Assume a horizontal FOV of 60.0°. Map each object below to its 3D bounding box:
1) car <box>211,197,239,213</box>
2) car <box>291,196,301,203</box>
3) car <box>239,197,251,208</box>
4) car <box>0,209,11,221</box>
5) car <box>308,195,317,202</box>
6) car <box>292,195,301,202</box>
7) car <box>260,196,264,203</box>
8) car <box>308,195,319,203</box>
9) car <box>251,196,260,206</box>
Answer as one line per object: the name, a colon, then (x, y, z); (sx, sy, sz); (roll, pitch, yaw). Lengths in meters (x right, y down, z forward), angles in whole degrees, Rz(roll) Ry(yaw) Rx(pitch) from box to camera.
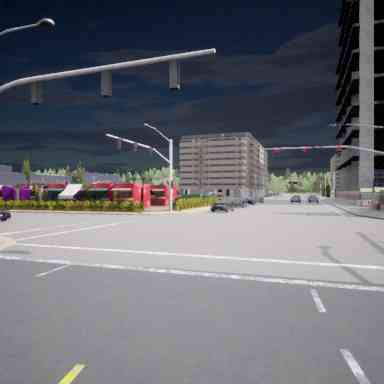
car: (3.648, 1.547, 38.298); (2.033, 1.411, 5.357); (0, 0, 19)
car: (21.599, 1.555, 69.282); (1.994, 1.385, 4.181); (0, 0, 19)
car: (6.771, 1.505, 47.533); (1.837, 1.490, 4.892); (0, 0, 18)
car: (-16.445, 1.619, 26.162); (4.181, 1.385, 1.994); (0, 0, 19)
car: (28.108, 1.524, 77.696); (1.812, 1.442, 4.674); (0, 0, 19)
car: (24.686, 1.540, 78.503); (2.033, 1.411, 5.357); (0, 0, 19)
car: (13.339, 1.492, 66.786); (2.128, 1.511, 4.902); (0, 0, 19)
car: (24.808, 1.541, 67.844); (2.033, 1.411, 5.357); (0, 0, 19)
car: (9.793, 1.601, 56.460); (1.895, 1.301, 4.718); (0, 0, 19)
